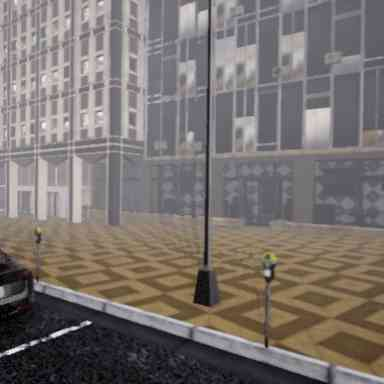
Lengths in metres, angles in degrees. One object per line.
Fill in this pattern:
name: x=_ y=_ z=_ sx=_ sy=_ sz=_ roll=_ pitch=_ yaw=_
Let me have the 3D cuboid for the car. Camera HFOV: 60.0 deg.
car: x=-4.658 y=1.560 z=6.173 sx=4.313 sy=1.339 sz=1.947 roll=0 pitch=1 yaw=35
